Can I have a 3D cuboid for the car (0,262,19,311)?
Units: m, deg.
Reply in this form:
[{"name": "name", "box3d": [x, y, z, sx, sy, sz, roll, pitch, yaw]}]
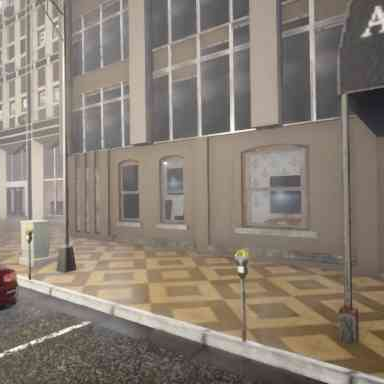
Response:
[{"name": "car", "box3d": [-4.975, 1.584, 6.433, 4.206, 1.307, 1.802, 0, -1, 35]}]
